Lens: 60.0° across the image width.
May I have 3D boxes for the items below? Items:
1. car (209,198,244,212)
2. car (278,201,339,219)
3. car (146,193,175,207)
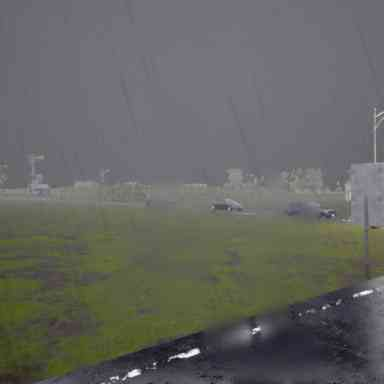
[{"bbox_3d":[3.947,1.487,38.479,1.837,1.490,4.892,0,1,-35],"label":"car"},{"bbox_3d":[10.075,1.535,29.353,2.033,1.411,5.357,0,0,-33],"label":"car"},{"bbox_3d":[-4.874,1.201,50.443,2.150,2.045,5.566,0,0,-38],"label":"car"}]
